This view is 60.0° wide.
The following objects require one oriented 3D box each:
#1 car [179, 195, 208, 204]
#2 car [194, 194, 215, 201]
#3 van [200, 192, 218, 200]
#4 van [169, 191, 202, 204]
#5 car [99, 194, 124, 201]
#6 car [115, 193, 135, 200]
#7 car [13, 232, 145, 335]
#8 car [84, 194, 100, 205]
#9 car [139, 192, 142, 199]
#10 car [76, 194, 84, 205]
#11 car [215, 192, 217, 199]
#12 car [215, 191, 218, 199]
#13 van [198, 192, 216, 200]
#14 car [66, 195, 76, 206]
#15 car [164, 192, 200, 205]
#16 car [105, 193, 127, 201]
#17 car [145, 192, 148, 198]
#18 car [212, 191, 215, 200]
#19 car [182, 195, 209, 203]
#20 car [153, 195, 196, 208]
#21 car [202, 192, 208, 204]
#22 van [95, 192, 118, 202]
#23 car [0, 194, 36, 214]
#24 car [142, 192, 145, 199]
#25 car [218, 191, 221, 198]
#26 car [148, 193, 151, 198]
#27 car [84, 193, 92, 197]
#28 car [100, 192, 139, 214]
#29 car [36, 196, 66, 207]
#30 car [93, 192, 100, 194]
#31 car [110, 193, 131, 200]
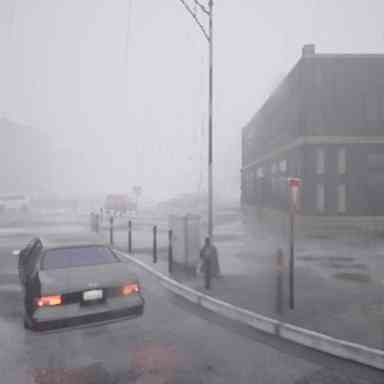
[{"bbox_3d":[0.349,1.382,61.182,5.008,1.535,2.097,0,1,9],"label":"car"},{"bbox_3d":[3.001,1.264,77.518,4.674,1.452,2.002,0,0,9],"label":"car"},{"bbox_3d":[4.453,0.931,85.725,4.442,1.987,1.878,0,0,9],"label":"van"},{"bbox_3d":[-1.096,1.234,52.966,4.442,1.987,1.878,0,0,9],"label":"van"},{"bbox_3d":[-17.969,1.247,74.247,5.008,1.535,2.097,0,1,9],"label":"car"},{"bbox_3d":[-16.615,1.052,82.407,4.553,1.767,2.185,0,0,9],"label":"car"},{"bbox_3d":[-2.715,1.603,7.222,2.033,1.411,5.357,0,0,-29],"label":"car"},{"bbox_3d":[-16.121,1.491,56.965,1.994,1.385,4.181,0,0,10],"label":"car"},{"bbox_3d":[-16.200,1.158,85.133,4.892,1.521,2.231,0,0,9],"label":"car"},{"bbox_3d":[-21.036,1.456,55.188,4.674,1.452,2.002,0,0,9],"label":"car"},{"bbox_3d":[1.852,1.298,69.258,5.366,1.575,1.946,0,1,9],"label":"car"},{"bbox_3d":[2.106,1.022,72.157,5.566,2.045,2.435,0,1,9],"label":"car"},{"bbox_3d":[3.778,0.951,83.021,4.442,1.987,1.878,0,0,9],"label":"van"},{"bbox_3d":[-21.483,1.435,52.468,5.008,1.535,2.097,0,0,9],"label":"car"},{"bbox_3d":[-1.415,1.352,50.072,4.553,1.767,2.185,0,0,9],"label":"car"},{"bbox_3d":[-17.555,1.097,76.972,4.553,1.767,2.185,0,1,9],"label":"car"},{"bbox_3d":[-15.322,1.119,90.577,4.892,1.521,2.231,0,0,9],"label":"car"},{"bbox_3d":[1.253,1.077,66.536,5.566,2.045,2.435,0,1,9],"label":"car"},{"bbox_3d":[0.785,1.357,63.800,4.892,1.521,2.231,0,1,9],"label":"car"},{"bbox_3d":[-2.345,1.530,44.717,4.792,1.488,2.163,0,0,9],"label":"car"},{"bbox_3d":[-0.080,1.285,58.308,4.553,1.767,2.185,0,1,9],"label":"car"},{"bbox_3d":[-18.287,1.047,71.504,4.442,1.987,1.878,0,1,9],"label":"van"},{"bbox_3d":[-20.179,1.257,36.193,2.150,2.045,5.566,0,0,17],"label":"car"},{"bbox_3d":[-15.761,1.137,87.855,4.892,1.521,2.231,0,0,9],"label":"car"},{"bbox_3d":[3.476,0.949,80.253,5.566,2.045,2.435,0,1,9],"label":"car"},{"bbox_3d":[-14.883,1.100,93.297,4.892,1.521,2.231,0,0,9],"label":"car"},{"bbox_3d":[-20.568,1.271,57.904,4.553,1.767,2.185,0,0,9],"label":"car"},{"bbox_3d":[-7.940,1.266,36.979,2.150,2.045,5.566,0,0,6],"label":"car"},{"bbox_3d":[-21.886,1.324,49.734,4.553,1.767,2.185,0,0,9],"label":"car"},{"bbox_3d":[-19.309,1.072,66.082,5.566,2.045,2.435,0,1,9],"label":"car"},{"bbox_3d":[-17.116,1.074,79.694,4.553,1.767,2.185,0,0,9],"label":"car"}]
